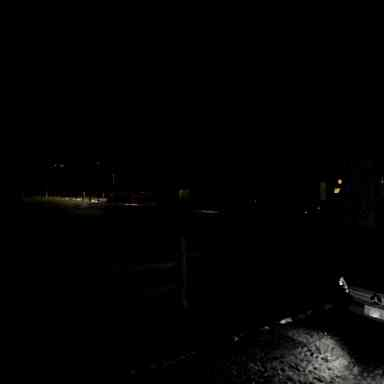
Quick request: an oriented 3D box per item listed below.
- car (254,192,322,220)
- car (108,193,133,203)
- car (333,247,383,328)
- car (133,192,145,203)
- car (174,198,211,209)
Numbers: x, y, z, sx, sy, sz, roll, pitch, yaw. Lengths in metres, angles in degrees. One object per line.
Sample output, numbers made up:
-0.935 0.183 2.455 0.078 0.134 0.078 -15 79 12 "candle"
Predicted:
7.497 1.044 26.626 2.150 2.045 5.566 1 0 -36 "car"
-11.921 0.967 53.331 2.128 1.511 4.902 1 0 -36 "car"
4.619 1.526 6.276 4.674 1.442 1.812 0 0 -35 "car"
-9.568 0.857 54.970 2.097 1.767 4.553 1 0 -36 "car"
0.051 1.293 36.809 1.895 1.301 4.718 1 0 -36 "car"
